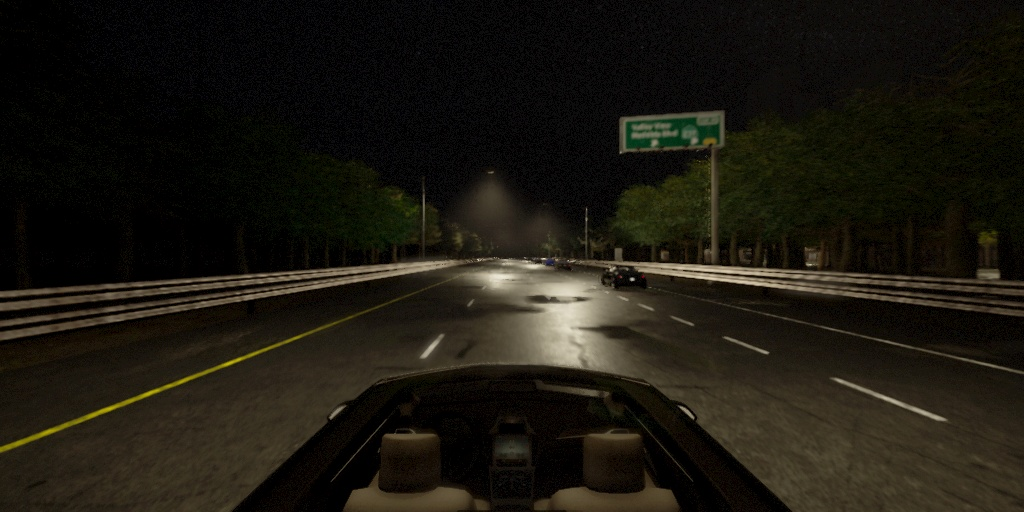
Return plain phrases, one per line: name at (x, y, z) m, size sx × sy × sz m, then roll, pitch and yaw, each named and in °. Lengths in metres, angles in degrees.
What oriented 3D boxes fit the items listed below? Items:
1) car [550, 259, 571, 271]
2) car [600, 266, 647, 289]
car at (6.997, 1.302, 49.765) m, size 2.033 × 1.411 × 5.357 m, roll 0°, pitch 0°, yaw 0°
car at (6.997, 1.317, 22.864) m, size 1.994 × 1.385 × 4.181 m, roll 0°, pitch 0°, yaw 0°
